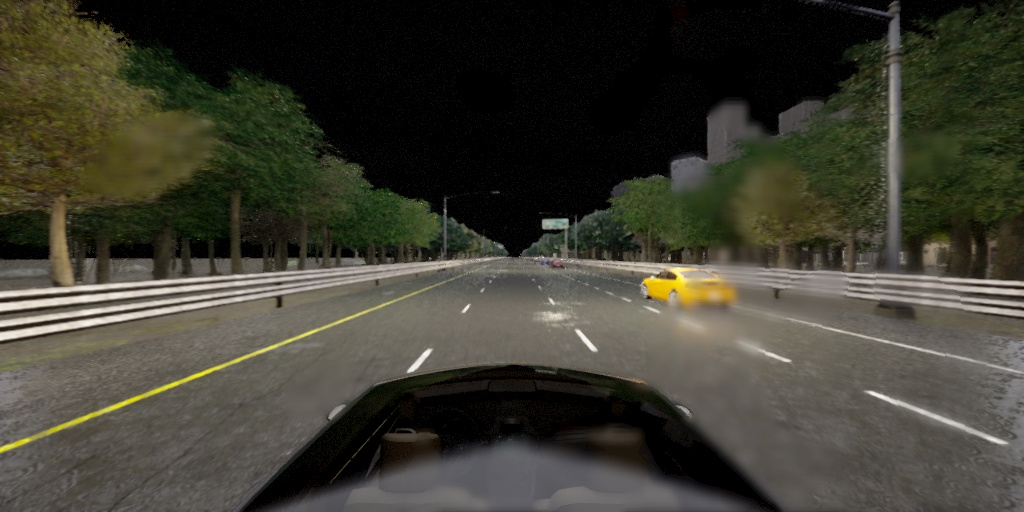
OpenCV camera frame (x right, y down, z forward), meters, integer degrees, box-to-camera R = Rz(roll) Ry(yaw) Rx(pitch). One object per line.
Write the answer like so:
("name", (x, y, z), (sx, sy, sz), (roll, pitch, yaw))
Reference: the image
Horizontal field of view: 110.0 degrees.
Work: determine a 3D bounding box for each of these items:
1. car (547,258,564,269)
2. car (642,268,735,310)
("car", (7.173, 1.312, 57.787), (1.812, 1.442, 4.674), (0, 0, 0))
("car", (7.009, 1.239, 14.857), (1.882, 1.535, 5.008), (0, 0, 0))
